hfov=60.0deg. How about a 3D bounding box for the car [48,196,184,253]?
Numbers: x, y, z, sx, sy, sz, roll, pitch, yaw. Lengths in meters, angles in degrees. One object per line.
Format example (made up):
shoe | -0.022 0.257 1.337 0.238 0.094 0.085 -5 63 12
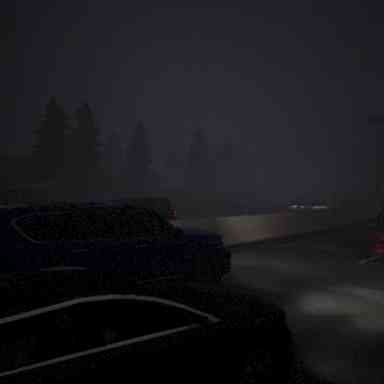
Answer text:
car | -3.210 1.245 14.935 5.566 2.045 2.150 0 0 -39

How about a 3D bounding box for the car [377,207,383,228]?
car | 13.181 1.481 21.083 2.128 1.511 4.902 0 0 42

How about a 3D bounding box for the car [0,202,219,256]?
car | -1.701 1.233 7.025 5.566 2.045 2.150 0 0 -38

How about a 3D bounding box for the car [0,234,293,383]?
car | -1.032 1.498 3.187 4.902 1.511 2.128 0 0 -37

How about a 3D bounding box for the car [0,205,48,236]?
car | -10.682 1.537 18.003 4.902 1.511 2.128 0 0 -37

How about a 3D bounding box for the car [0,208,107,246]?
car | -7.123 1.582 16.206 5.357 1.411 2.033 0 0 -38
